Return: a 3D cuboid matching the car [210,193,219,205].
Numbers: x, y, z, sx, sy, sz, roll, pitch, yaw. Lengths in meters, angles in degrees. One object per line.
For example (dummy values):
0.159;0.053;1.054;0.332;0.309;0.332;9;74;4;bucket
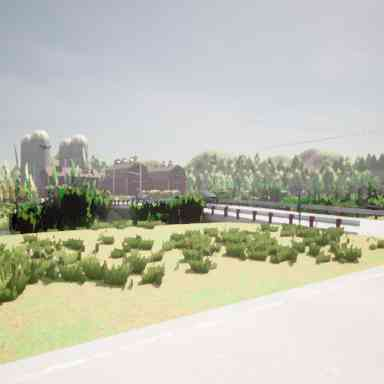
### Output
1.225;0.791;39.009;1.837;1.490;4.892;0;0;-33;car
